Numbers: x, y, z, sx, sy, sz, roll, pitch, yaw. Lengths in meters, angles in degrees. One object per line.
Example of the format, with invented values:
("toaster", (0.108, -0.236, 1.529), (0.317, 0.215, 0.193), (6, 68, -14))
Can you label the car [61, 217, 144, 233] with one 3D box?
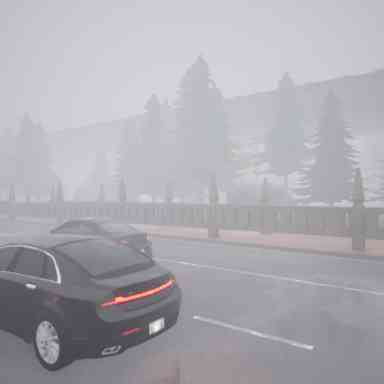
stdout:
("car", (-3.322, 1.525, 10.652), (4.674, 1.442, 1.812), (0, 0, 35))

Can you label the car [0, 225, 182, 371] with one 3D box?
("car", (-2.430, 1.503, 5.722), (4.892, 1.490, 1.837), (0, 0, 35))
